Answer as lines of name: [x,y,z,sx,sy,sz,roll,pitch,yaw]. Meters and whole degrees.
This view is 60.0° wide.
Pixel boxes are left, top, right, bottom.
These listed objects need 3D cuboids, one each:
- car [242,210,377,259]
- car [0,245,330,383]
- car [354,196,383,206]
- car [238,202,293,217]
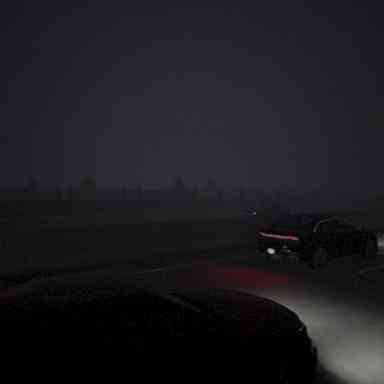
car: [4.269,1.497,11.043,4.902,1.511,2.128,0,0,-35]
car: [-0.796,1.524,3.130,4.674,1.442,1.812,0,0,-36]
car: [21.740,1.216,40.695,4.892,1.490,1.837,1,-1,-35]
car: [5.612,1.500,25.069,4.902,1.511,2.128,0,0,-35]
